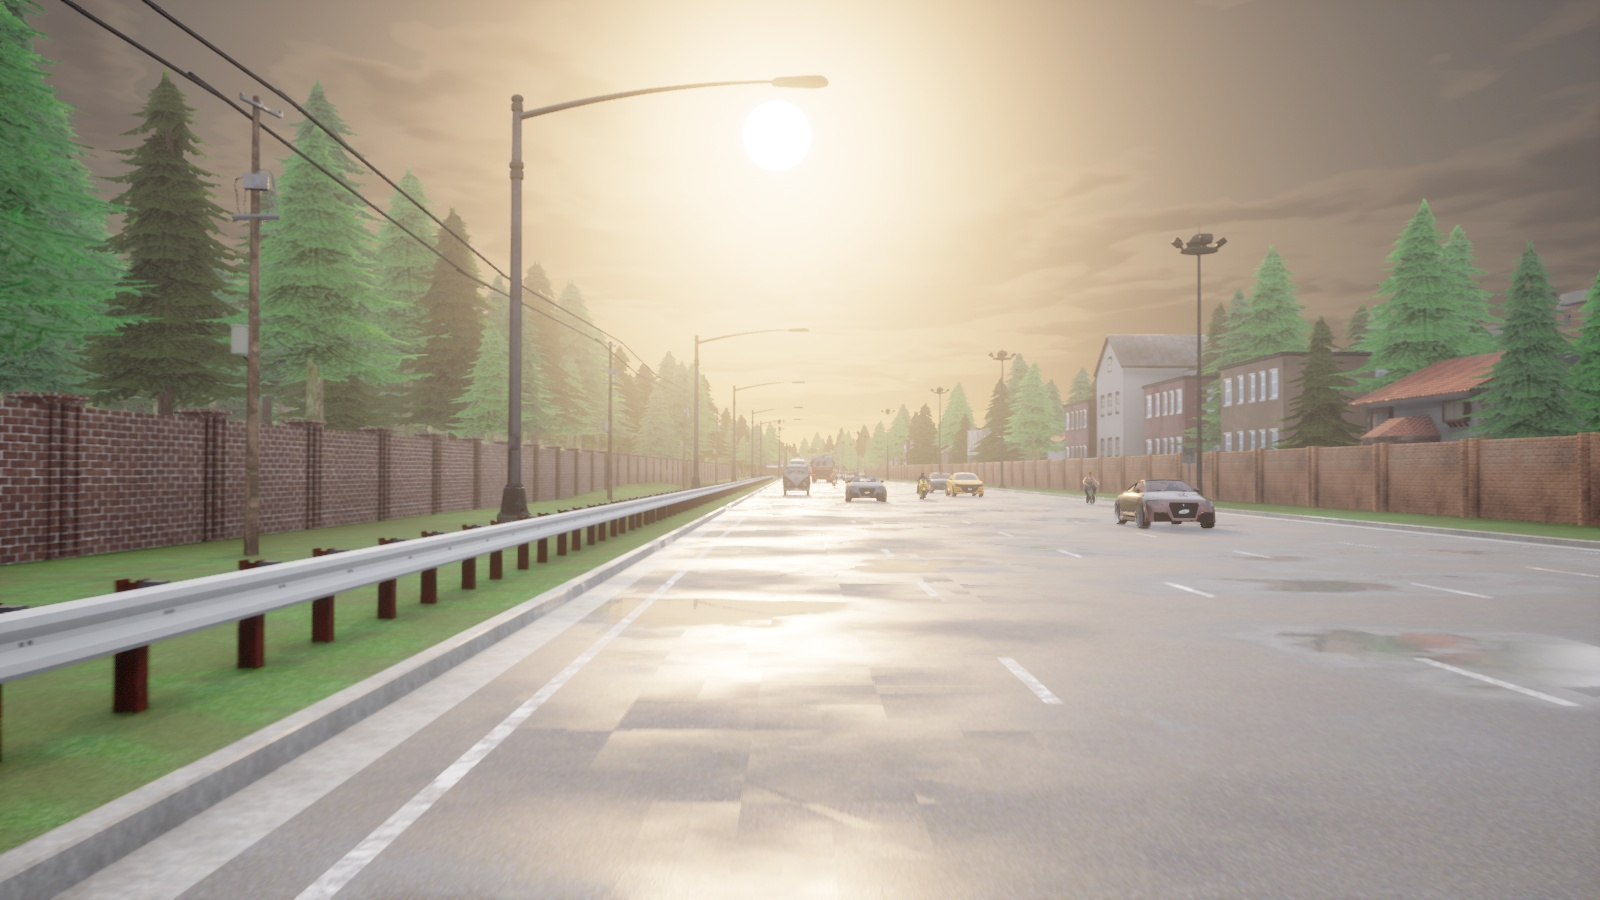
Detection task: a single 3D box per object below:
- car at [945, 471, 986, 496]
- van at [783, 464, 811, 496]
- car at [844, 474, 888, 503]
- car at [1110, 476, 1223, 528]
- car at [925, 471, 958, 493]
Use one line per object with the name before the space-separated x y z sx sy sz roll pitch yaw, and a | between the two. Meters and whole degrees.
car | 10.305 2.067 78.576 1.882 1.535 5.008 0 -1 0
van | -0.200 1.915 80.479 1.775 1.987 4.442 0 -1 0
car | 3.340 1.943 64.387 1.994 1.385 4.181 0 -1 0
car | 10.411 1.440 36.002 1.994 1.385 4.181 0 -1 0
car | 10.277 2.311 91.543 1.837 1.490 4.892 0 -1 0
